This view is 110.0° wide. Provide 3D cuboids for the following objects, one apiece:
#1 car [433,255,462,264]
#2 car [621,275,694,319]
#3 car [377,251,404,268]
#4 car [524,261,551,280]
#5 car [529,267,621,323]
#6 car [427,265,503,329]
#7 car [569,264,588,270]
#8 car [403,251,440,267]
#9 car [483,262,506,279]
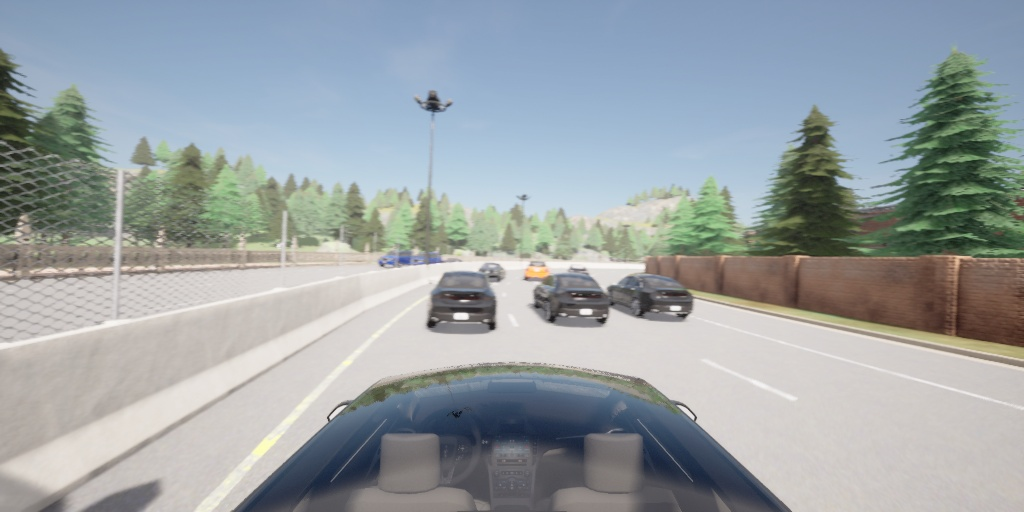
[{"bbox_3d":[-6.944,0.980,41.359,1.812,1.442,4.674,2,0,12],"label":"car"},{"bbox_3d":[5.271,1.489,14.374,1.837,1.490,4.892,2,0,-5],"label":"car"},{"bbox_3d":[-13.754,0.379,42.931,2.150,2.045,5.566,2,0,12],"label":"car"},{"bbox_3d":[2.296,1.210,31.672,2.097,1.767,4.553,3,0,6],"label":"car"},{"bbox_3d":[1.914,1.341,12.643,1.837,1.490,4.892,2,0,-5],"label":"car"},{"bbox_3d":[-1.451,1.193,11.049,1.837,1.490,4.892,2,0,-6],"label":"car"},{"bbox_3d":[5.874,1.507,32.398,2.128,1.511,4.902,2,0,7],"label":"car"},{"bbox_3d":[-10.227,0.534,42.770,2.150,2.045,5.566,2,0,12],"label":"car"},{"bbox_3d":[-1.589,1.234,29.079,2.033,1.411,5.357,2,0,5],"label":"car"}]
